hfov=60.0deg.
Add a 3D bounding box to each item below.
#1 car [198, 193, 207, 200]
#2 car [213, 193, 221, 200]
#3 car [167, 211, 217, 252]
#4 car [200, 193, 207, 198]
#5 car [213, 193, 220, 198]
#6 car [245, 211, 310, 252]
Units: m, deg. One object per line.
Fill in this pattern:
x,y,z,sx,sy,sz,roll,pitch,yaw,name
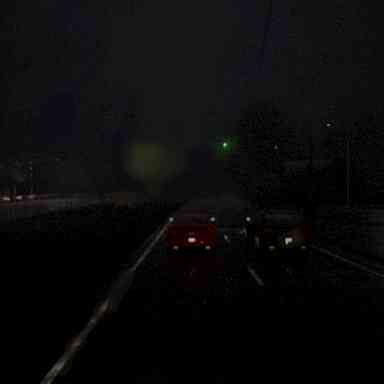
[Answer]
2.459,1.035,79.943,2.097,1.767,4.553,0,1,4,car
5.931,1.263,79.377,1.895,1.301,4.718,0,1,4,car
0.000,1.570,14.462,1.882,1.535,5.008,0,0,0,car
3.175,0.920,91.621,1.812,1.442,4.674,0,1,4,car
6.669,0.937,91.407,2.033,1.411,5.357,0,1,4,car
3.501,1.570,14.466,1.882,1.535,5.008,0,0,0,car
